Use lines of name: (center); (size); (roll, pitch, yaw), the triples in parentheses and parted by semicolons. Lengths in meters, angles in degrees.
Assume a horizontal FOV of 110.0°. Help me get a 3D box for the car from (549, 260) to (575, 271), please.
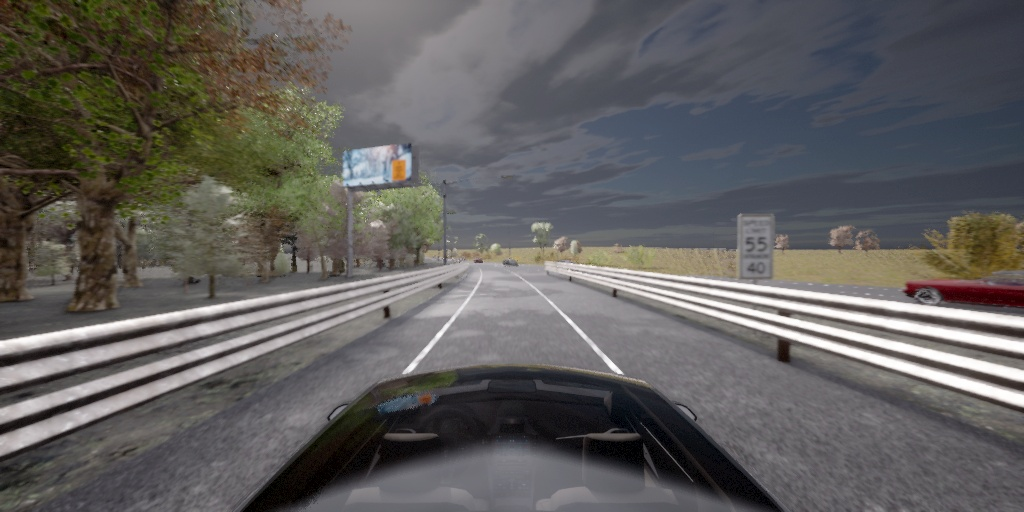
car: (6.258, 1.175, 45.041); (2.033, 1.411, 5.357); (-1, 0, -16)

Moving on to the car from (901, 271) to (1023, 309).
car: (16.023, 1.118, 11.494); (1.895, 1.301, 4.718); (-1, 0, -16)
